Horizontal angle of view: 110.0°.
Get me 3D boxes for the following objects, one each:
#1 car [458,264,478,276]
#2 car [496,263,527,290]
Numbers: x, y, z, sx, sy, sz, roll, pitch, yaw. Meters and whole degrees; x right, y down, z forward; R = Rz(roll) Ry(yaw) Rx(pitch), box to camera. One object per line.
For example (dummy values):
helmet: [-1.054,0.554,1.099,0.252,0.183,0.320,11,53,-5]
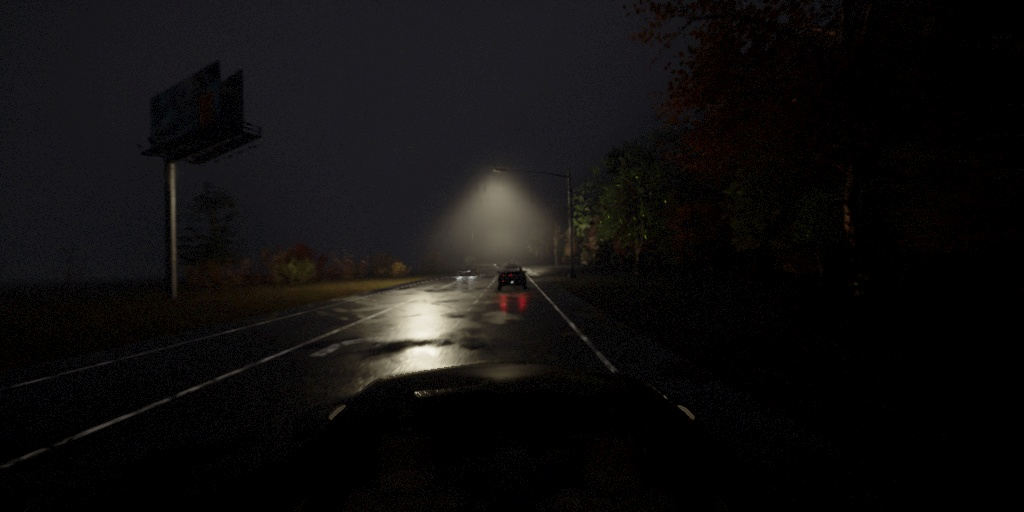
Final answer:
car: [-5.830,1.861,47.371,1.837,1.490,4.892,-2,0,6]
car: [0.009,1.458,24.918,2.128,1.511,4.902,-2,-1,0]
